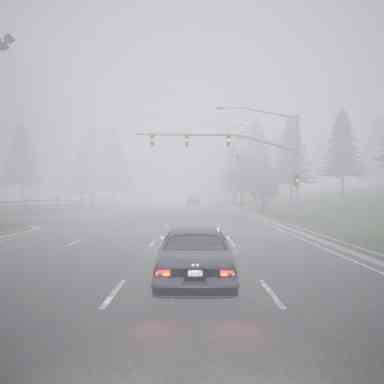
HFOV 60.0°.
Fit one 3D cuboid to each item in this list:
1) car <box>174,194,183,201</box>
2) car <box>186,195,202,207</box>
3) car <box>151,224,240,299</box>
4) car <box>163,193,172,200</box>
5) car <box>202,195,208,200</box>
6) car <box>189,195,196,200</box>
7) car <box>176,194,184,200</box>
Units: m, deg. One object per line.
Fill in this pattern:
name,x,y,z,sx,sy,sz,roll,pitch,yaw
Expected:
car,-3.380,1.517,83.755,1.812,1.442,4.674,0,0,0
car,0.073,1.352,52.691,2.097,1.767,4.553,0,0,0
car,0.078,1.547,8.652,2.033,1.411,5.357,0,0,1
car,-6.865,1.225,94.207,2.150,2.045,5.566,0,0,0
car,3.635,1.500,94.162,1.837,1.490,4.892,0,0,0
car,0.135,1.540,94.167,2.033,1.411,5.357,0,0,0
car,-3.365,1.358,93.759,2.128,1.511,4.902,0,0,0
